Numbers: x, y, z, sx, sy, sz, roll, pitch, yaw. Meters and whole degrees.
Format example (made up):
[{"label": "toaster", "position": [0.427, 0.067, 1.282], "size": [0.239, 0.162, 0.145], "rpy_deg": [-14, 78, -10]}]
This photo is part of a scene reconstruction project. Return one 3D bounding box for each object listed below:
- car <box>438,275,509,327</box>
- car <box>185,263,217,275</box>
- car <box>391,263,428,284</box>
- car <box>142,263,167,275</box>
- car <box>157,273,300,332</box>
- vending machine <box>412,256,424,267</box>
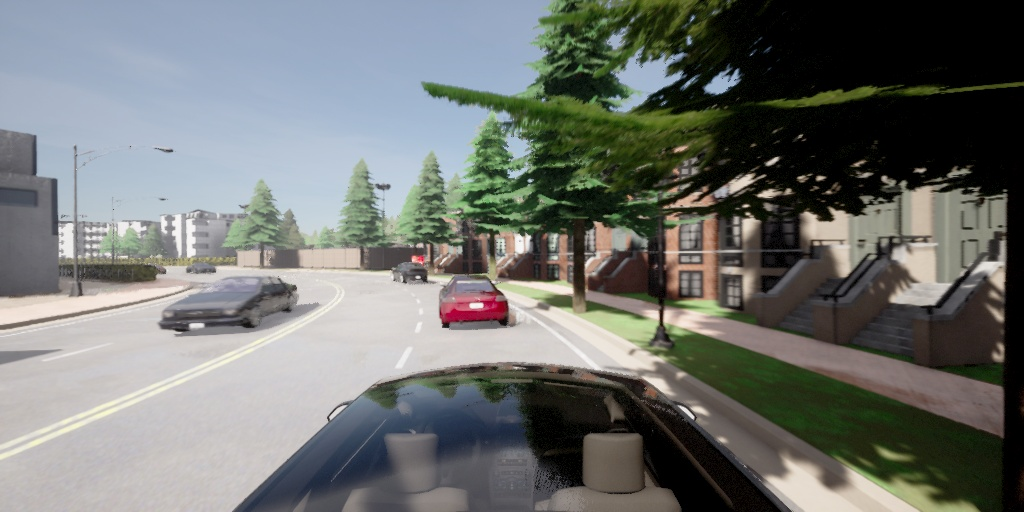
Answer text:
[{"label": "car", "position": [-1.367, 1.312, 11.661], "size": [1.994, 1.385, 4.181], "rpy_deg": [0, 0, -12]}, {"label": "car", "position": [-38.013, 1.535, 43.833], "size": [4.181, 1.385, 1.994], "rpy_deg": [0, 0, 31]}, {"label": "car", "position": [-7.988, 1.281, 27.725], "size": [1.837, 1.490, 4.892], "rpy_deg": [0, 0, -32]}, {"label": "car", "position": [-43.078, 1.573, 42.767], "size": [4.181, 1.385, 1.994], "rpy_deg": [0, 0, 31]}, {"label": "car", "position": [-8.503, 1.346, 11.488], "size": [2.033, 1.411, 5.357], "rpy_deg": [0, 0, -15]}, {"label": "vending machine", "position": [-9.550, 0.972, 36.576], "size": [1.100, 2.100, 0.880], "rpy_deg": [0, 0, -41]}]
